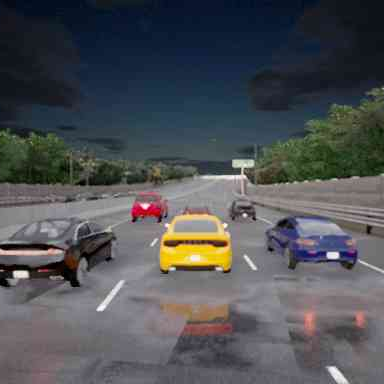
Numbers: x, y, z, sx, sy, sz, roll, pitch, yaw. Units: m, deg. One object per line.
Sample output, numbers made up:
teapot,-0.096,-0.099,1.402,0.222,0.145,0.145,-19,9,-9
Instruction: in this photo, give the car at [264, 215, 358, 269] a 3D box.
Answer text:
car,3.642,1.478,10.826,1.812,1.442,4.674,0,-1,1

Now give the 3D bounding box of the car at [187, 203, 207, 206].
car,0.371,1.506,25.085,1.895,1.301,4.718,0,0,2

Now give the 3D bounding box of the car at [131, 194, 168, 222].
car,-3.121,1.125,25.394,2.150,2.045,5.566,0,0,2

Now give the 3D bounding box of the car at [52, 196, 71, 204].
car,-19.856,1.349,51.911,2.033,1.411,5.357,0,0,3

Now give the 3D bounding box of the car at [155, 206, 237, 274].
car,0.131,1.428,10.455,1.882,1.535,5.008,0,0,1

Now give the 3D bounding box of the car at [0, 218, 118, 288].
car,-3.391,1.443,9.095,2.128,1.511,4.902,0,0,1

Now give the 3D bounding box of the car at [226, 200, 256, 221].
car,3.914,1.410,26.515,1.837,1.490,4.892,0,1,2

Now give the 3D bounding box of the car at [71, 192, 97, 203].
car,-16.344,1.024,52.128,2.150,2.045,5.566,0,0,3

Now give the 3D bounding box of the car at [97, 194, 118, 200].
car,-12.836,1.312,52.295,1.837,1.490,4.892,0,0,3
